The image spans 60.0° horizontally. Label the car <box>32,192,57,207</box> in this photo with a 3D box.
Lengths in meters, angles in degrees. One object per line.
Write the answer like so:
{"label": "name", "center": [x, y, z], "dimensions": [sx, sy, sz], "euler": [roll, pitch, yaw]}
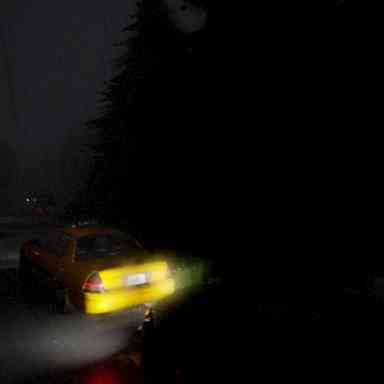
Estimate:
{"label": "car", "center": [-17.091, 0.875, 39.123], "dimensions": [2.128, 1.511, 4.902], "euler": [-1, 1, -20]}

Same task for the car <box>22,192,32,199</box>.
{"label": "car", "center": [-30.728, 0.647, 62.528], "dimensions": [2.033, 1.411, 5.357], "euler": [0, -1, -35]}

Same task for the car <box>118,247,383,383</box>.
{"label": "car", "center": [1.453, 1.580, 3.498], "dimensions": [4.674, 1.442, 1.812], "euler": [2, 0, 40]}

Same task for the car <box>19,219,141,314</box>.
{"label": "car", "center": [-2.532, 1.392, 7.573], "dimensions": [1.801, 1.575, 5.366], "euler": [0, 1, -39]}
